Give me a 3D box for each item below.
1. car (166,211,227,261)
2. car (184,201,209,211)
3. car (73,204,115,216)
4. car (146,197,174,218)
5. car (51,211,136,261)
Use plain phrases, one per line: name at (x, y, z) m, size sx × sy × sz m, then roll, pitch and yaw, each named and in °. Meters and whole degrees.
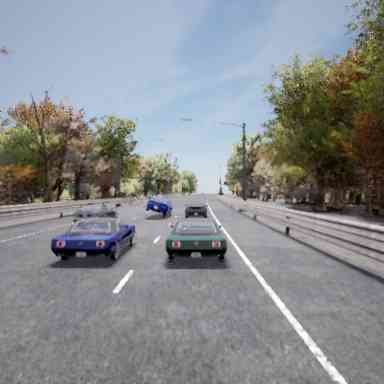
car at (0.154, 1.611, 12.257) m, size 1.895 × 1.301 × 4.718 m, roll 0°, pitch 0°, yaw 1°
car at (0.374, 1.522, 29.272) m, size 1.837 × 1.490 × 4.892 m, roll 0°, pitch 0°, yaw 1°
car at (-6.731, 1.565, 23.550) m, size 2.033 × 1.411 × 5.357 m, roll 0°, pitch 0°, yaw 1°
car at (-2.848, 1.291, 30.659) m, size 1.882 × 1.535 × 5.008 m, roll 16°, pitch -2°, yaw 4°
car at (-3.346, 1.611, 12.341) m, size 1.895 × 1.301 × 4.718 m, roll 0°, pitch 0°, yaw 1°
